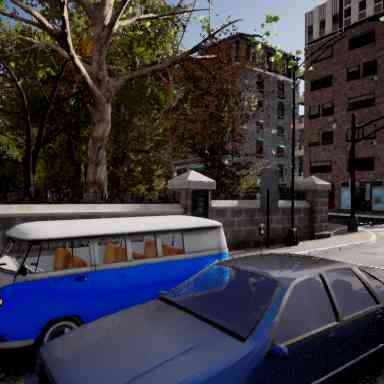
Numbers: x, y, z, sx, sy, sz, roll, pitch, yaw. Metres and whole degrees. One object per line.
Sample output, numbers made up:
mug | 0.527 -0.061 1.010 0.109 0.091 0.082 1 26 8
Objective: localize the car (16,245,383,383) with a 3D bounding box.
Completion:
car | 1.000 1.549 4.126 5.357 1.411 2.033 0 0 -36

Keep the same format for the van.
van | -1.220 1.342 5.631 3.998 1.788 1.690 0 1 -36
